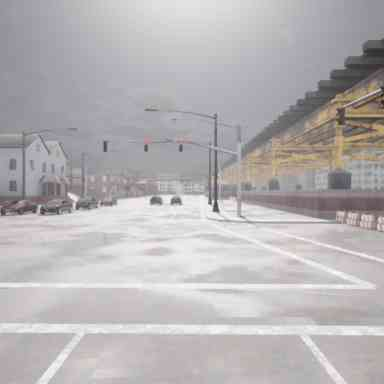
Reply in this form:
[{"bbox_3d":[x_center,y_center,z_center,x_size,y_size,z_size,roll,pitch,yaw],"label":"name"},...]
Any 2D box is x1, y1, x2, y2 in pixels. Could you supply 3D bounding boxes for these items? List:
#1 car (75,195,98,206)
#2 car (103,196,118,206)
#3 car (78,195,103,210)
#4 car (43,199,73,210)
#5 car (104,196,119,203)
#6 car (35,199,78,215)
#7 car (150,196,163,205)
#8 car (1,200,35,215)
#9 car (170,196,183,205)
[{"bbox_3d":[-16.960,1.351,53.653,2.097,1.767,4.553,0,0,2],"label":"car"},{"bbox_3d":[-13.459,1.525,53.951,1.812,1.442,4.674,0,0,2],"label":"car"},{"bbox_3d":[-13.704,1.504,43.666,1.837,1.490,4.892,0,0,1],"label":"car"},{"bbox_3d":[-17.221,1.600,43.003,1.895,1.301,4.718,0,0,1],"label":"car"},{"bbox_3d":[-16.525,1.508,68.654,1.812,1.442,4.674,0,0,1],"label":"car"},{"bbox_3d":[-13.925,1.504,34.414,1.837,1.490,4.892,0,0,1],"label":"car"},{"bbox_3d":[-6.252,1.477,58.923,1.882,1.535,5.008,0,0,1],"label":"car"},{"bbox_3d":[-17.440,1.525,33.912,1.812,1.442,4.674,0,0,1],"label":"car"},{"bbox_3d":[-2.753,1.504,58.841,1.837,1.490,4.892,0,0,1],"label":"car"}]
